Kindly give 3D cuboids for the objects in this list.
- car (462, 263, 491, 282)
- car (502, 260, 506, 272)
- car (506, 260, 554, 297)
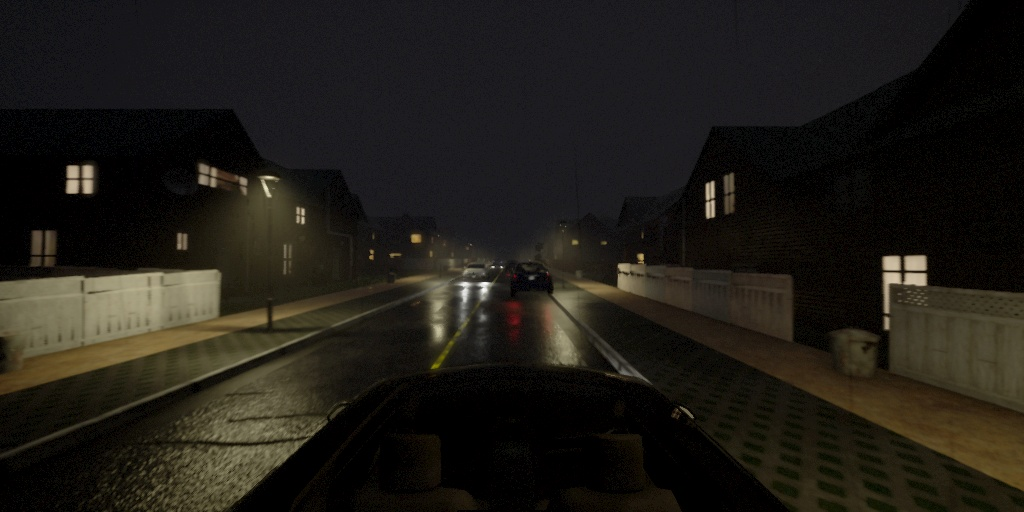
[{"bbox_3d":[-2.861,1.267,29.135,1.812,1.442,4.674,0,0,0],"label":"car"},{"bbox_3d":[0.044,1.254,45.740,1.837,1.490,4.892,0,0,0],"label":"car"},{"bbox_3d":[0.921,1.061,18.896,2.097,1.767,4.553,-2,0,0],"label":"car"}]
